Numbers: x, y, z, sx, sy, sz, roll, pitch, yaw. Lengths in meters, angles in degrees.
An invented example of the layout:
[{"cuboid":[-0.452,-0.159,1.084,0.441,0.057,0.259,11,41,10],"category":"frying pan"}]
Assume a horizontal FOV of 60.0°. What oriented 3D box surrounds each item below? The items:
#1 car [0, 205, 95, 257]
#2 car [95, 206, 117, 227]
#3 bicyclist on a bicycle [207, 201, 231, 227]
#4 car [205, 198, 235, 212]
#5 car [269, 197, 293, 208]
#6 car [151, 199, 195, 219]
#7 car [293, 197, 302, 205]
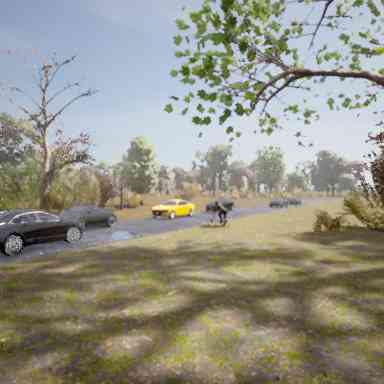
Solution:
[{"cuboid":[-6.298,1.421,12.813,2.128,1.511,4.902,0,0,22],"category":"car"},{"cuboid":[-6.366,1.486,19.610,1.994,1.385,4.181,0,0,28],"category":"car"},{"cuboid":[1.707,1.413,21.180,1.656,1.620,0.582,0,0,28],"category":"bicyclist on a bicycle"},{"cuboid":[3.186,1.422,37.221,1.882,1.535,5.008,0,0,28],"category":"car"},{"cuboid":[12.549,1.517,47.821,2.033,1.411,5.357,0,0,29],"category":"car"},{"cuboid":[-1.573,1.411,28.456,1.882,1.535,5.008,0,0,29],"category":"car"},{"cuboid":[17.488,1.540,56.955,1.994,1.385,4.181,0,0,29],"category":"car"}]
